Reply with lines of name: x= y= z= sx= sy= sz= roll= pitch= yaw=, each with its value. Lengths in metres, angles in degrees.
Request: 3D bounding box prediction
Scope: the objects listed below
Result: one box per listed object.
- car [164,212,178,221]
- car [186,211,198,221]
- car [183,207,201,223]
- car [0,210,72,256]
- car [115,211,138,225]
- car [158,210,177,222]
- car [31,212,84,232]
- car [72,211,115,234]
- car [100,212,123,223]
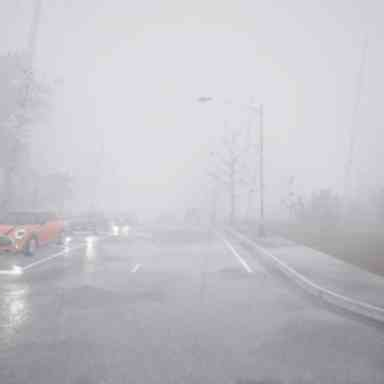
car: x=-3.509 y=4.042 z=55.843 sx=2.033 sy=1.411 sz=5.357 roll=0 pitch=-3 yaw=0
car: x=-0.008 y=3.973 z=55.848 sx=1.882 sy=1.535 sz=5.008 roll=0 pitch=-3 yaw=0
car: x=-0.007 y=3.099 z=45.467 sx=2.150 sy=2.045 sz=5.566 roll=0 pitch=-3 yaw=0
car: x=-7.095 y=1.584 z=14.108 sx=2.097 sy=1.767 sz=4.553 roll=0 pitch=-2 yaw=0
car: x=-7.083 y=2.805 z=35.949 sx=2.128 sy=1.511 sz=4.902 roll=0 pitch=-3 yaw=0
car: x=-3.507 y=3.251 z=45.815 sx=2.097 sy=1.767 sz=4.553 roll=0 pitch=-3 yaw=0
car: x=-10.589 y=2.319 z=26.705 sx=2.033 sy=1.411 sz=5.357 roll=0 pitch=-3 yaw=0
car: x=-7.092 y=2.094 z=23.234 sx=1.837 sy=1.490 sz=4.892 roll=0 pitch=-3 yaw=0
car: x=-10.564 y=3.352 z=43.923 sx=1.994 sy=1.385 sz=4.181 roll=0 pitch=-4 yaw=0
